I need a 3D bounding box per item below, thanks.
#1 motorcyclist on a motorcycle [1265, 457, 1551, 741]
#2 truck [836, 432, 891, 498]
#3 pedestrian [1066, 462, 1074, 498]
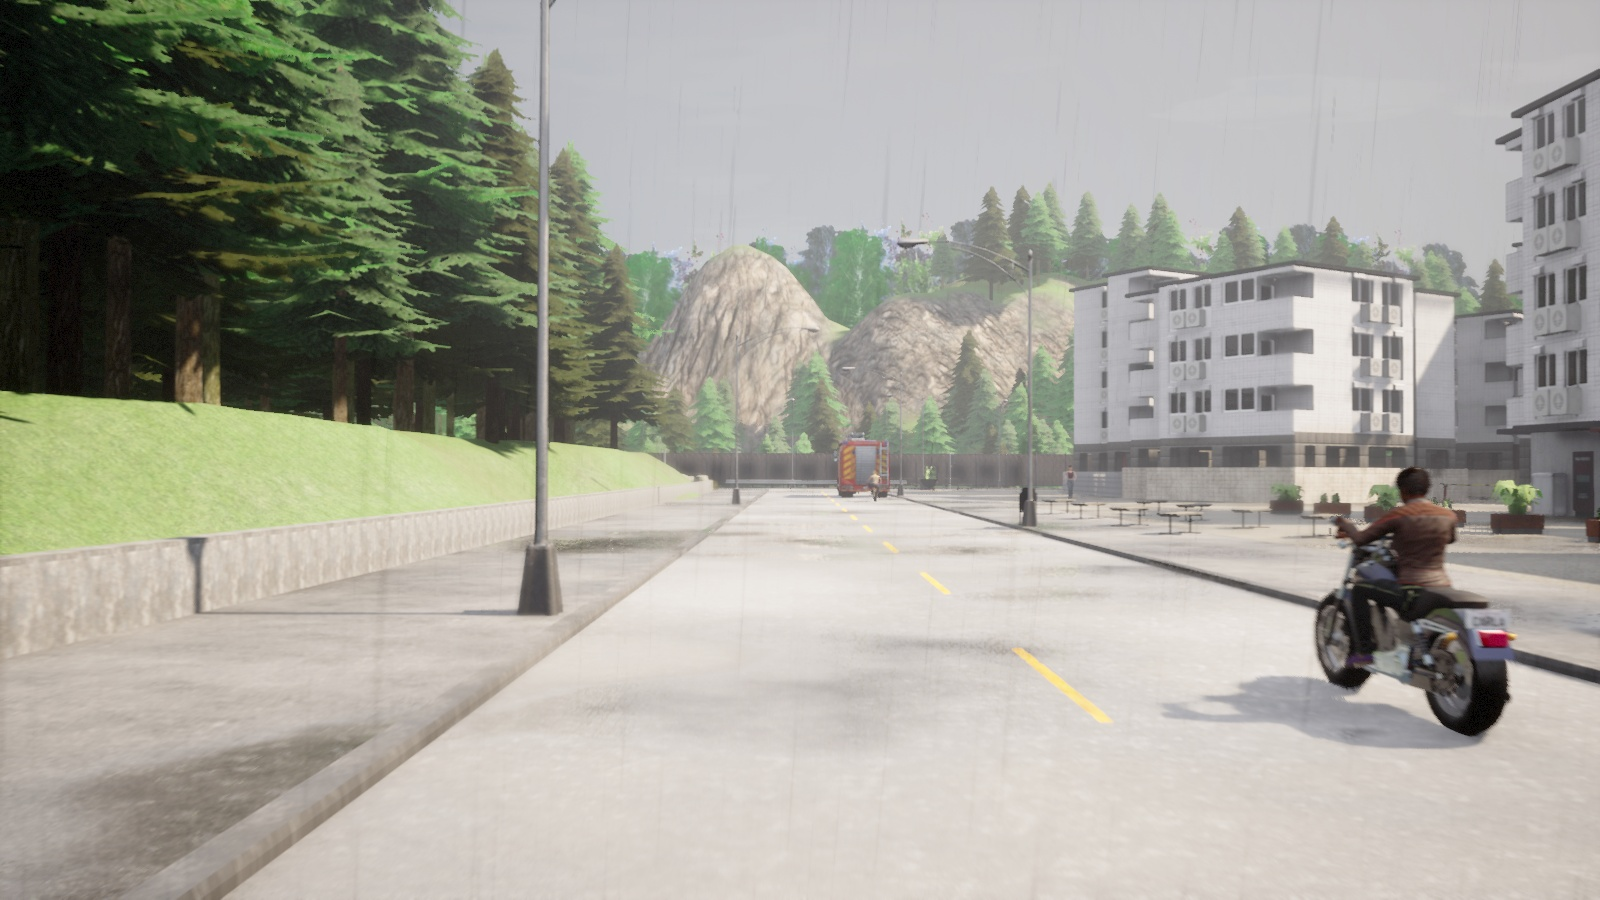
[{"bbox_3d":[3.981,0.891,8.501,0.766,1.649,2.350,0,-1,0],"label":"motorcyclist on a motorcycle"},{"bbox_3d":[3.816,0.930,77.388,2.891,3.827,8.468,0,-1,0],"label":"truck"},{"bbox_3d":[13.883,1.549,64.505,0.345,1.836,0.594,0,-1,9],"label":"pedestrian"}]
